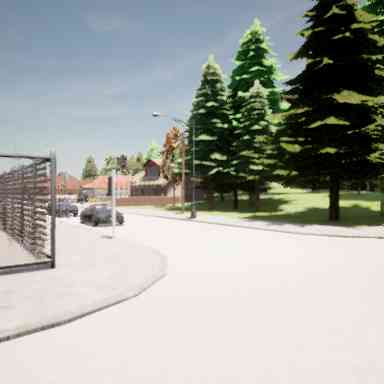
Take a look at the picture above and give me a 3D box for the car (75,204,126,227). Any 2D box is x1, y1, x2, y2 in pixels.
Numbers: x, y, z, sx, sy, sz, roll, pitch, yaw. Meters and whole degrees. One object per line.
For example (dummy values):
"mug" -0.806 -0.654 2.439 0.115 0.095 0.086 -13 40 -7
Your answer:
"car" -6.164 1.525 22.738 1.994 1.385 4.181 0 0 -35

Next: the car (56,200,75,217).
"car" -12.288 1.509 31.354 2.033 1.411 5.357 0 0 -35
